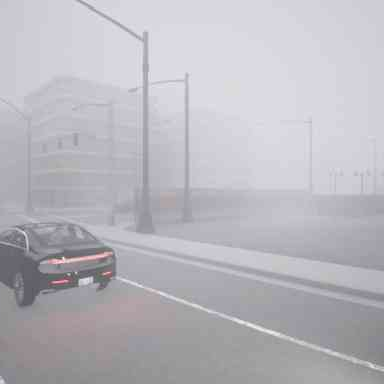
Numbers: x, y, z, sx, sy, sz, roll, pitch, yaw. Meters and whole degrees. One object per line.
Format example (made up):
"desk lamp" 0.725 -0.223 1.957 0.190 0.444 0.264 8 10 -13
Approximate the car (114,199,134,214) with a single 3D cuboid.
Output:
"car" -6.356 1.491 34.936 4.902 1.511 2.128 0 0 -44

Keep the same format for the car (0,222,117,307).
"car" -3.683 1.492 8.121 2.128 1.511 4.902 0 0 -43
